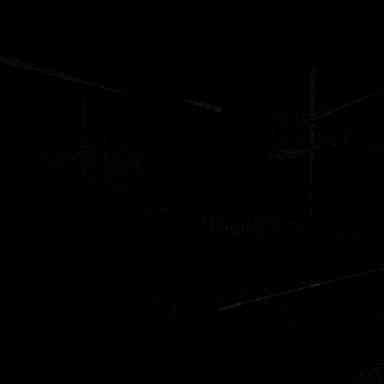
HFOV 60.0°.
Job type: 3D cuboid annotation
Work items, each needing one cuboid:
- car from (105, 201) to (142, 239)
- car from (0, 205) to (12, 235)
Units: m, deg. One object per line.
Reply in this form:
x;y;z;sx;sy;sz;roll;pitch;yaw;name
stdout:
-4.353;1.448;18.338;1.905;1.878;3.866;1;0;-36;car
-11.482;1.523;18.600;2.242;1.667;4.611;1;0;-36;car
